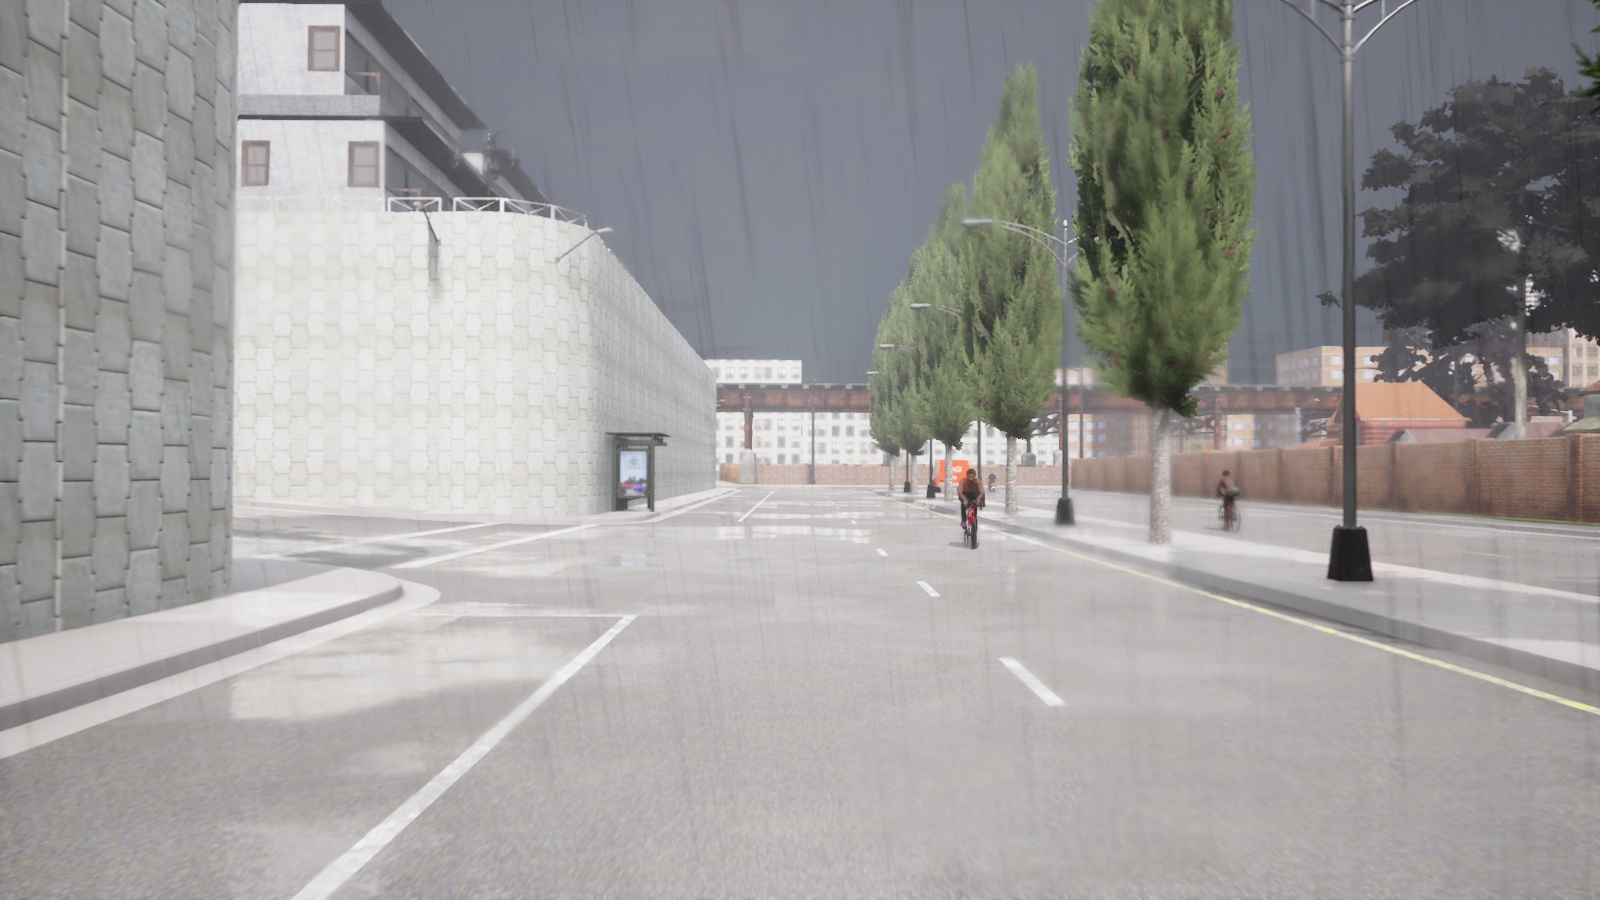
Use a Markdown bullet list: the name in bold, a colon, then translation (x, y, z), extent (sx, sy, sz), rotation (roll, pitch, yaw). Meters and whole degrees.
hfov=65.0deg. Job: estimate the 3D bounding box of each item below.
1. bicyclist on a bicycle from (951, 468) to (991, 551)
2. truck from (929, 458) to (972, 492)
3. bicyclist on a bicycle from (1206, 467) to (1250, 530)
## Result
- **bicyclist on a bicycle**: translation (3.437, 1.173, 25.339), extent (0.582, 1.620, 1.656), rotation (0, -1, 0)
- **truck**: translation (11.265, 1.863, 94.402), extent (2.627, 2.467, 5.204), rotation (0, -1, 0)
- **bicyclist on a bicycle**: translation (11.417, 1.284, 33.557), extent (0.582, 1.620, 1.656), rotation (0, -1, 0)
